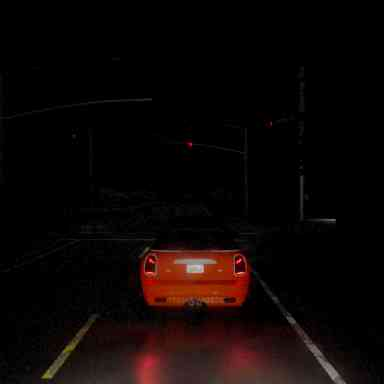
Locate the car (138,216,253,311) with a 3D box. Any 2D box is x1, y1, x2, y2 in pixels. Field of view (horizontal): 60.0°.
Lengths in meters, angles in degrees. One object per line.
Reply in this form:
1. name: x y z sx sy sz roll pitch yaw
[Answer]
1. car: 0.064 1.352 7.908 2.097 1.767 4.553 0 0 0
